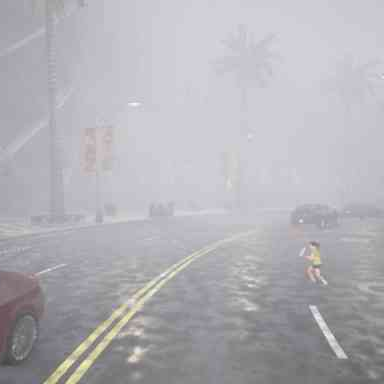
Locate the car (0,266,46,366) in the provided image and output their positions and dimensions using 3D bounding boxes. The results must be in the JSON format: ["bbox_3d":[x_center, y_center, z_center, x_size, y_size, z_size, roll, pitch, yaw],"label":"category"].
[{"bbox_3d":[-3.233,1.525,3.178,1.812,1.442,4.674,0,0,6],"label":"car"}]

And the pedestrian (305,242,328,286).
[{"bbox_3d":[2.990,1.674,7.976,0.500,1.100,0.500,0,0,13],"label":"pedestrian"}]

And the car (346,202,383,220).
[{"bbox_3d":[14.441,1.563,28.208,4.181,1.385,1.994,0,0,-32],"label":"car"}]

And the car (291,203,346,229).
[{"bbox_3d":[8.210,1.504,21.891,1.837,1.490,4.892,0,0,42],"label":"car"}]
